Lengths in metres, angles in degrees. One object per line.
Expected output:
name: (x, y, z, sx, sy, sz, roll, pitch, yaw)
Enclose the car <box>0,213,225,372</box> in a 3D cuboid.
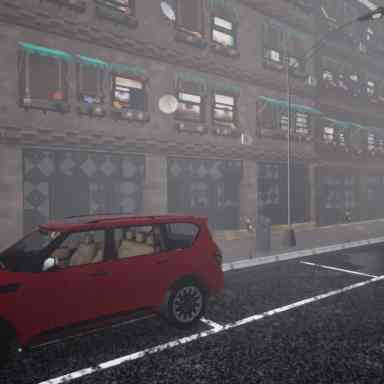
car: (-1.718, 1.315, 5.377, 5.009, 1.841, 2.192, 0, -1, -36)
